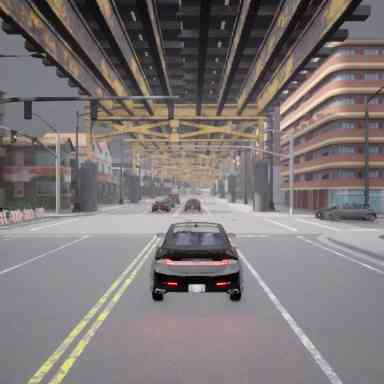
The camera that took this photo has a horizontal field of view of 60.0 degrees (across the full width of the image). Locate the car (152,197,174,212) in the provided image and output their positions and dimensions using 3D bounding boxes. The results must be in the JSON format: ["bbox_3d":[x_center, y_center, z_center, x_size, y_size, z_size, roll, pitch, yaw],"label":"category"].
[{"bbox_3d":[-3.457,1.601,37.984,1.895,1.301,4.718,0,0,1],"label":"car"}]

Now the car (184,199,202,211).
[{"bbox_3d":[0.139,1.526,40.513,1.812,1.442,4.674,0,0,2],"label":"car"}]

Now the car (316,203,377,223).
[{"bbox_3d":[11.701,1.564,25.337,4.181,1.385,1.994,0,0,0],"label":"car"}]

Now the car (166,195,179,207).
[{"bbox_3d":[-3.404,1.547,48.351,2.033,1.411,5.357,0,0,0],"label":"car"}]

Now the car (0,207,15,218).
[{"bbox_3d":[-16.660,1.453,26.019,4.974,1.542,2.038,0,0,-20],"label":"car"}]

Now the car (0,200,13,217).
[{"bbox_3d":[-16.709,1.295,26.001,4.536,1.218,1.853,0,0,-20],"label":"car"}]

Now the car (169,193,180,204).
[{"bbox_3d":[-3.334,1.202,59.842,2.150,2.045,5.566,0,0,1],"label":"car"}]

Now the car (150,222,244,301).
[{"bbox_3d":[0.105,1.492,8.321,2.128,1.511,4.902,0,0,0],"label":"car"}]
